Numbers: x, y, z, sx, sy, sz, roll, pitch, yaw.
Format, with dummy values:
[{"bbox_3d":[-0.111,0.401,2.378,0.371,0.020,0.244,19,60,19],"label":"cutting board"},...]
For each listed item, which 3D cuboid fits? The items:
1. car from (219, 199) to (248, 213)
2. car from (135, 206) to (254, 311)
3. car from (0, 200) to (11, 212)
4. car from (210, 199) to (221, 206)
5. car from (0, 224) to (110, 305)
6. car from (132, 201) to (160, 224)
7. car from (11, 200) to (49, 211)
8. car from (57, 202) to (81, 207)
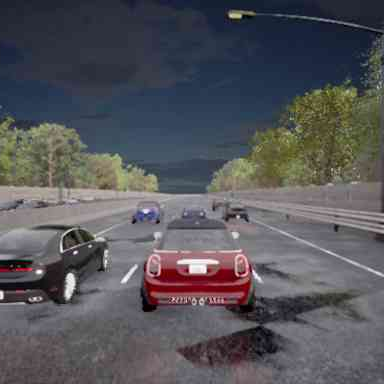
[{"bbox_3d":[3.576,1.657,28.044,1.837,1.490,4.892,0,0,0],"label":"car"},{"bbox_3d":[0.104,1.394,8.019,2.097,1.767,4.553,0,0,0],"label":"car"},{"bbox_3d":[-21.058,1.711,38.878,1.837,1.490,4.892,0,0,0],"label":"car"},{"bbox_3d":[3.595,1.749,44.861,1.837,1.490,4.892,0,0,0],"label":"car"},{"bbox_3d":[-3.395,1.547,8.160,1.837,1.490,4.892,0,0,0],"label":"car"},{"bbox_3d":[-3.385,1.492,26.486,2.097,1.767,4.553,0,0,0],"label":"car"},{"bbox_3d":[-17.567,1.698,36.849,1.837,1.490,4.892,0,0,0],"label":"car"},{"bbox_3d":[-14.066,1.808,38.957,1.895,1.301,4.718,0,0,0],"label":"car"}]
